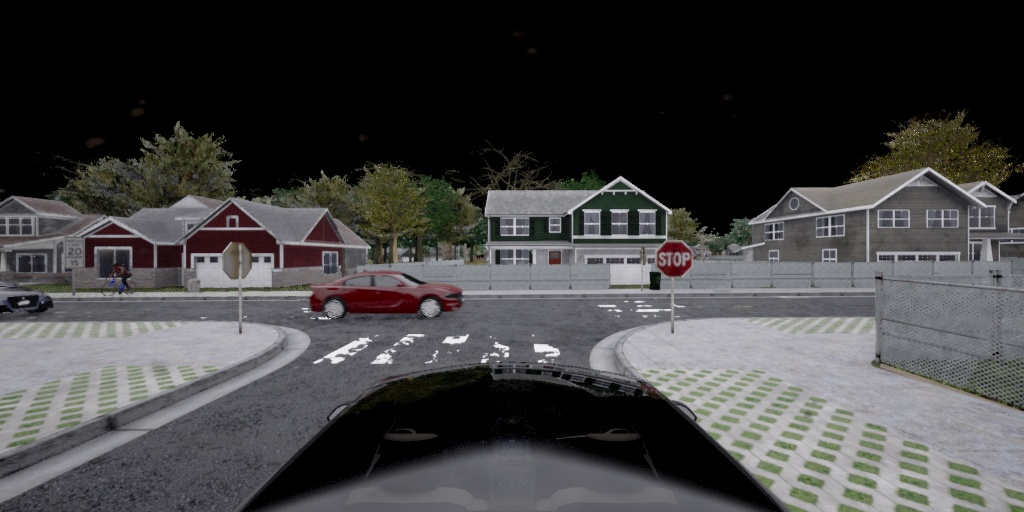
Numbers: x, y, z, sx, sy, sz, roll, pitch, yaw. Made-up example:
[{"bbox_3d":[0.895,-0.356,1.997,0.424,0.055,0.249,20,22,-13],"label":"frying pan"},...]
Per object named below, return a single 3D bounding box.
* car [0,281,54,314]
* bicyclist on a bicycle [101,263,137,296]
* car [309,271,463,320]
[{"bbox_3d":[-18.833,1.458,12.391,4.181,1.385,1.994,-1,0,0],"label":"car"},{"bbox_3d":[-19.999,1.202,18.259,0.582,1.620,1.656,0,0,1],"label":"bicyclist on a bicycle"},{"bbox_3d":[-4.176,1.251,12.240,5.008,1.535,1.882,-1,0,1],"label":"car"}]
